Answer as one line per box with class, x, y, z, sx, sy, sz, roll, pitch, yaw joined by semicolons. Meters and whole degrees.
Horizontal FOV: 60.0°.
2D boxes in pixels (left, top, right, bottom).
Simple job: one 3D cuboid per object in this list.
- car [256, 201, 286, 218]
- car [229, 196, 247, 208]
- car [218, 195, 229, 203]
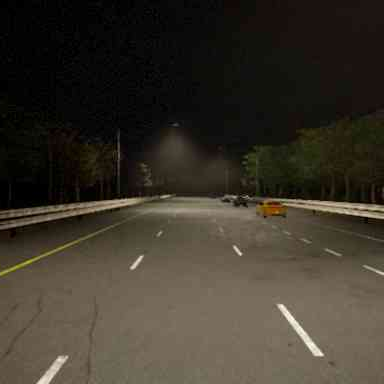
car;7.008;1.516;29.910;1.882;1.535;5.008;0;0;0
car;7.058;1.597;49.700;1.837;1.490;4.892;0;0;0
car;7.151;1.669;71.719;1.895;1.301;4.718;0;0;0
